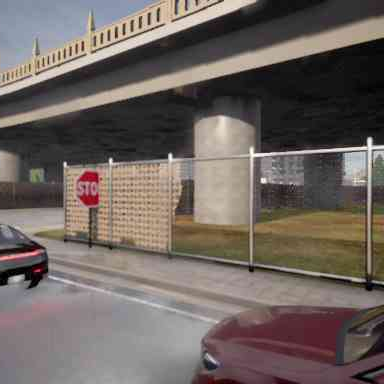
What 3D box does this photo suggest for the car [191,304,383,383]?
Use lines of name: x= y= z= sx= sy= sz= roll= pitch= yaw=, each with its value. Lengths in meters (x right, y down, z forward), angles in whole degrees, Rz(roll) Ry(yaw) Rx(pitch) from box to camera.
car: x=2.177 y=1.528 z=2.435 sx=4.674 sy=1.442 sz=1.812 roll=0 pitch=0 yaw=35

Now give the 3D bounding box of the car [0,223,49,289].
car: x=-5.329 y=1.444 z=7.785 sx=4.902 sy=1.511 sz=2.128 roll=0 pitch=0 yaw=35
